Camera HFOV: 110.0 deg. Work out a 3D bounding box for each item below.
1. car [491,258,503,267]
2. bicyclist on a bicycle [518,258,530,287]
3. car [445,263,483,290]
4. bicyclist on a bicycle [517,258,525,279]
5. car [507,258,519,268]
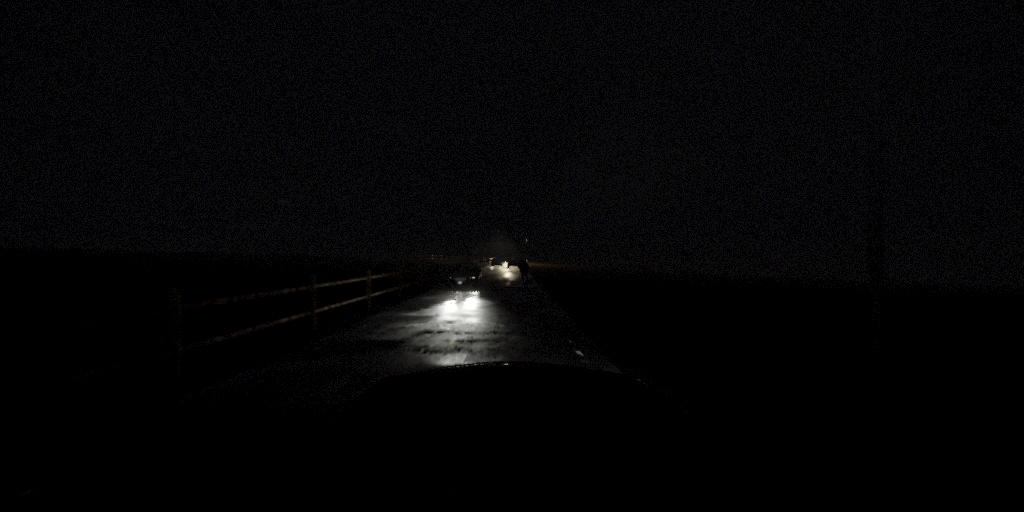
[{"bbox_3d":[-2.594,1.048,62.752,1.882,1.535,5.008,0,0,1],"label":"car"},{"bbox_3d":[0.778,1.060,21.880,0.659,1.776,1.843,0,0,0],"label":"bicyclist on a bicycle"},{"bbox_3d":[-2.826,1.181,21.956,2.128,1.511,4.902,0,0,0],"label":"car"},{"bbox_3d":[0.799,1.029,30.877,0.659,1.776,1.843,0,0,0],"label":"bicyclist on a bicycle"},{"bbox_3d":[0.220,1.111,56.471,1.812,1.442,4.674,0,0,1],"label":"car"}]
